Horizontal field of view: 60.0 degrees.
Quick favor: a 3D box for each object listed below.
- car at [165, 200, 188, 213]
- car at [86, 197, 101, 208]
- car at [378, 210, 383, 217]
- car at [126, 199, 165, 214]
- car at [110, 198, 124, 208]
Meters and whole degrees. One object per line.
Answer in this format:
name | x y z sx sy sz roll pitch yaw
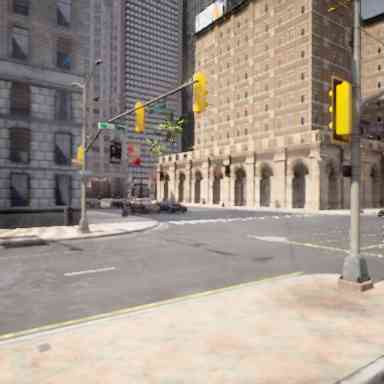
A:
car | -2.643 1.681 39.314 2.033 1.411 5.357 0 0 -36
car | -15.591 1.615 51.486 1.837 1.490 4.892 0 0 -35
car | 19.619 1.764 29.679 5.357 1.411 2.033 0 0 -2
car | -5.270 1.637 36.981 1.812 1.442 4.674 0 0 -36
car | -10.735 1.680 50.670 2.033 1.411 5.357 0 0 -35
